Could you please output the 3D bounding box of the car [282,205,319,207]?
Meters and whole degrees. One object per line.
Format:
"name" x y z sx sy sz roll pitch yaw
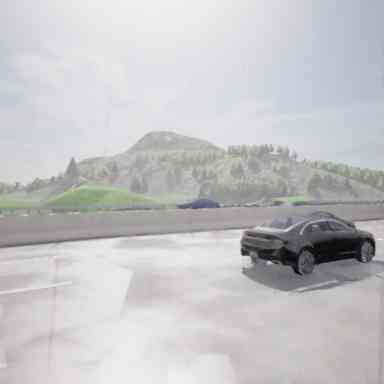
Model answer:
"car" 5.751 1.533 15.604 4.181 1.385 1.994 0 0 -31

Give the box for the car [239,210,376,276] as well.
"car" 3.695 1.471 10.259 4.902 1.511 2.128 0 0 -33

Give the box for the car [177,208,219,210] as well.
"car" 0.679 1.393 37.096 5.008 1.535 1.882 0 0 -29
